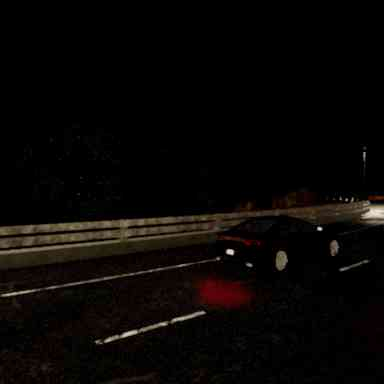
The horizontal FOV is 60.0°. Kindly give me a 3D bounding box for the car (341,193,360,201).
[{"bbox_3d":[40.035,1.201,85.158,2.150,2.045,5.566,0,0,2],"label":"car"}]

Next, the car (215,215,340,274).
[{"bbox_3d":[2.957,1.502,10.858,5.008,1.535,1.882,0,0,-40],"label":"car"}]

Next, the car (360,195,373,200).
[{"bbox_3d":[43.529,1.514,84.915,1.994,1.385,4.181,0,0,2],"label":"car"}]
